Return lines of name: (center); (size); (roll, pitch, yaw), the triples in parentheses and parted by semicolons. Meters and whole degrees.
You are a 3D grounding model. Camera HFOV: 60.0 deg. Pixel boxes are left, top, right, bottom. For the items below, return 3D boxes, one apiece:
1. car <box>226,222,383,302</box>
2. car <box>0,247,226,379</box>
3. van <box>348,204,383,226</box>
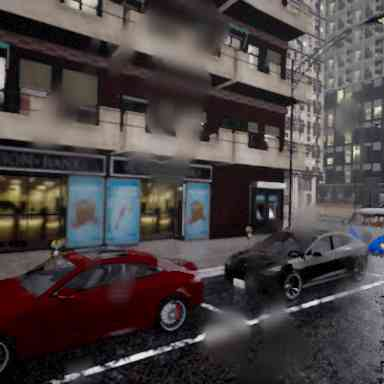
car: (2.810, 1.634, 8.504); (4.313, 1.339, 1.947); (1, 1, -35)
car: (-1.701, 1.597, 5.289); (4.206, 1.307, 1.802); (1, 1, -35)
van: (7.228, 1.462, 11.856); (3.998, 1.788, 1.690); (1, 1, -35)
